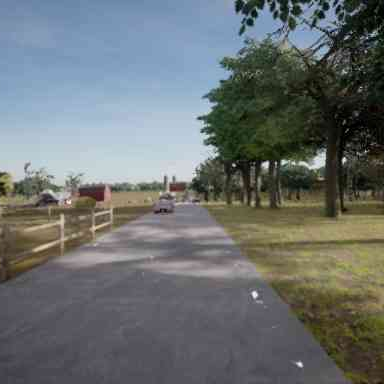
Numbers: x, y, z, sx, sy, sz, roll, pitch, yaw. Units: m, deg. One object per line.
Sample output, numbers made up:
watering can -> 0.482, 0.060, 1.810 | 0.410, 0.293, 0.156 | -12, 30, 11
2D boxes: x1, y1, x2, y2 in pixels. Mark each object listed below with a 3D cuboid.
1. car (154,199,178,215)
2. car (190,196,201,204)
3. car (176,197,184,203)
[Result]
car -> -2.840, 1.629, 34.876 | 1.994, 1.385, 4.181 | 0, 0, 0
car -> 0.968, 2.087, 79.747 | 1.837, 1.490, 4.892 | 0, -1, 0
car -> -2.745, 1.824, 77.142 | 1.812, 1.442, 4.674 | 0, -1, 0
